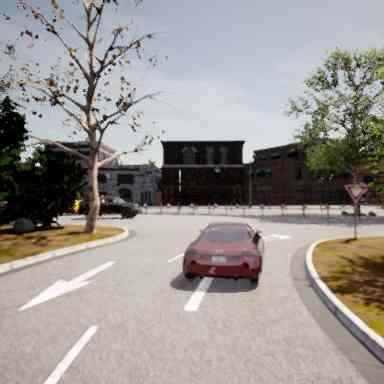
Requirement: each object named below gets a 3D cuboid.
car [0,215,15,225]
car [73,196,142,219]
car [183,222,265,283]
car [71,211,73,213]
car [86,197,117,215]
[{"bbox_3d":[-12.379,1.414,25.196,2.435,2.045,5.566,-1,0,1],"label":"car"},{"bbox_3d":[-7.316,1.335,29.824,5.566,2.045,2.150,-1,-1,8],"label":"car"},{"bbox_3d":[1.091,1.570,9.842,1.994,1.385,4.181,0,0,13],"label":"car"},{"bbox_3d":[-13.122,1.710,37.438,2.097,1.535,5.008,-1,0,1],"label":"car"},{"bbox_3d":[-10.089,1.528,37.383,2.185,1.767,4.553,-1,0,1],"label":"car"}]
